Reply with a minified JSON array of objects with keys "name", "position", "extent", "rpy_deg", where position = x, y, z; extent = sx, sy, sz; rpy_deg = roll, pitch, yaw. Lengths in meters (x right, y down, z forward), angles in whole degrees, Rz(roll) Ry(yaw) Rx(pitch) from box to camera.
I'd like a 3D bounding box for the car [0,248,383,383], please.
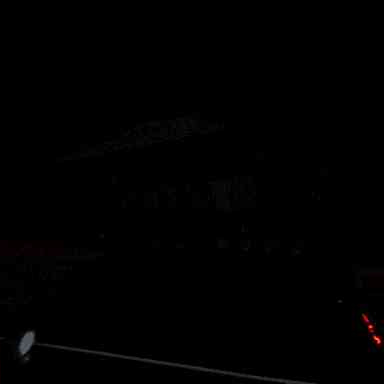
[{"name":"car","position":[-0.479,1.350,3.101],"extent":[4.553,1.767,2.097],"rpy_deg":[0,0,18]}]
